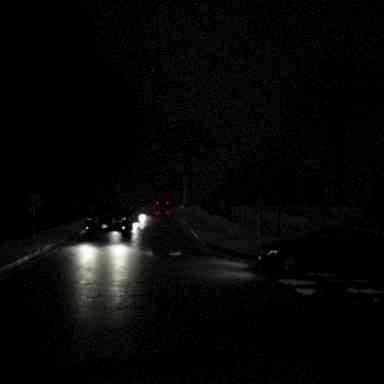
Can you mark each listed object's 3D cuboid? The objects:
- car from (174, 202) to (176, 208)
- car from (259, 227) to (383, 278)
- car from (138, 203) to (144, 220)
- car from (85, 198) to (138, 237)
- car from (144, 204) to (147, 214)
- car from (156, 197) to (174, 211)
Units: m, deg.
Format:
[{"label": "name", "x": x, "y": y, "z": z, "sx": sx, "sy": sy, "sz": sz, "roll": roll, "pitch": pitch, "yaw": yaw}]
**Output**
[{"label": "car", "x": -4.190, "y": 2.291, "z": 64.158, "sx": 1.882, "sy": 1.535, "sz": 5.008, "roll": 0, "pitch": -1, "yaw": 4}, {"label": "car", "x": 4.459, "y": 1.817, "z": 10.321, "sx": 4.674, "sy": 1.442, "sz": 1.812, "roll": 0, "pitch": -3, "yaw": 5}, {"label": "car", "x": -5.589, "y": 1.787, "z": 29.435, "sx": 1.837, "sy": 1.490, "sz": 4.892, "roll": 0, "pitch": 0, "yaw": -5}, {"label": "car", "x": -4.633, "y": 1.406, "z": 19.464, "sx": 2.150, "sy": 2.045, "sz": 5.566, "roll": 0, "pitch": -1, "yaw": -5}, {"label": "car", "x": -6.643, "y": 2.026, "z": 40.966, "sx": 1.895, "sy": 1.301, "sz": 4.718, "roll": 0, "pitch": -1, "yaw": -5}, {"label": "car", "x": -4.418, "y": 1.823, "z": 51.808, "sx": 2.150, "sy": 2.045, "sz": 5.566, "roll": 0, "pitch": -1, "yaw": -2}]
